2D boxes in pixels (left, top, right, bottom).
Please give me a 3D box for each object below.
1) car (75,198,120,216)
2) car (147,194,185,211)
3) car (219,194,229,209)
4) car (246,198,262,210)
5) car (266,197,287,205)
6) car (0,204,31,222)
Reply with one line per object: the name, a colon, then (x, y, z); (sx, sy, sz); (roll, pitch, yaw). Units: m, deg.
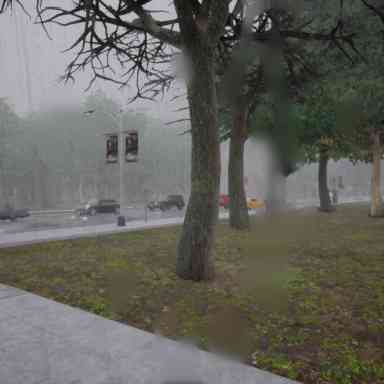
car: (-9.234, 1.383, 32.812); (2.097, 1.767, 4.553); (0, 0, 35)
car: (-3.121, 1.270, 41.374); (2.150, 2.045, 5.566); (0, 0, 35)
car: (4.841, 1.290, 46.694); (2.150, 2.045, 5.566); (0, 0, 36)
car: (7.838, 1.552, 45.289); (1.882, 1.535, 5.008); (0, 0, 36)
car: (13.633, 1.570, 53.488); (1.882, 1.535, 5.008); (0, 0, 36)
car: (-14.976, 1.564, 24.776); (2.033, 1.411, 5.357); (0, 0, 35)
